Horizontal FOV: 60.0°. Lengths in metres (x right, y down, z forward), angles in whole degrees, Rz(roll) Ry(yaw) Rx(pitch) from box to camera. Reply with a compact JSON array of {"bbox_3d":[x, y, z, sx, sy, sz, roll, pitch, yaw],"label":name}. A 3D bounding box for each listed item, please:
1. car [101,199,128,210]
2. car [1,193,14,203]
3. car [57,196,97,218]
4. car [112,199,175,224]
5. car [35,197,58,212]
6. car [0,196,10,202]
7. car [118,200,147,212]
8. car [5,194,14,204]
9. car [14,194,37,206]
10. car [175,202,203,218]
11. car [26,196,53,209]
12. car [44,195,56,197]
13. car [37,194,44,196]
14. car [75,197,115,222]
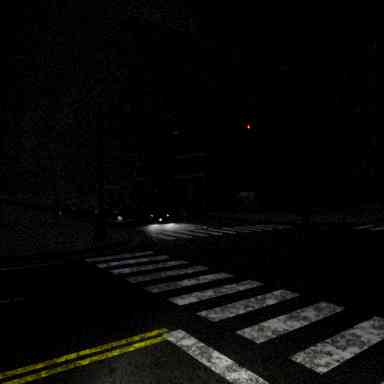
[{"bbox_3d":[-10.279,1.579,43.806,1.947,1.339,4.313,0,0,-35],"label":"car"},{"bbox_3d":[-39.192,1.556,70.573,1.887,1.381,4.507,0,0,-35],"label":"car"},{"bbox_3d":[-10.422,1.421,30.173,1.967,1.590,4.097,0,0,-35],"label":"car"},{"bbox_3d":[-3.788,1.541,25.200,2.033,1.411,5.357,0,0,-37],"label":"car"},{"bbox_3d":[-16.816,1.563,39.150,1.802,1.307,4.206,0,0,-35],"label":"car"},{"bbox_3d":[-42.389,1.598,75.063,1.802,1.307,4.206,0,0,-35],"label":"car"},{"bbox_3d":[-7.083,1.594,39.317,1.802,1.307,4.206,0,0,-35],"label":"car"},{"bbox_3d":[-32.799,1.551,61.595,2.008,1.369,4.403,0,0,-35],"label":"car"},{"bbox_3d":[-26.405,1.430,52.617,1.967,1.590,4.097,0,0,-35],"label":"car"},{"bbox_3d":[-0.689,1.581,30.338,1.947,1.339,4.313,0,0,-35],"label":"car"},{"bbox_3d":[-20.012,1.534,43.639,2.008,1.369,4.403,0,0,-35],"label":"car"},{"bbox_3d":[-29.458,1.478,70.739,1.967,1.590,4.097,0,0,-35],"label":"car"},{"bbox_3d":[-35.851,1.488,79.718,1.967,1.590,4.097,0,0,-35],"label":"car"},{"bbox_3d":[-7.226,1.423,25.684,1.967,1.590,4.097,0,0,-35],"label":"car"}]
